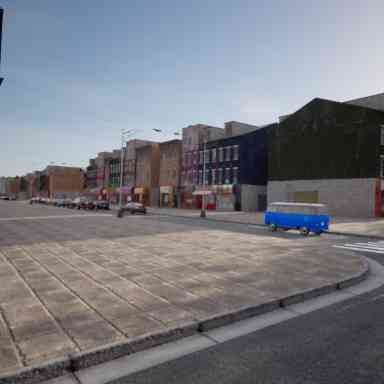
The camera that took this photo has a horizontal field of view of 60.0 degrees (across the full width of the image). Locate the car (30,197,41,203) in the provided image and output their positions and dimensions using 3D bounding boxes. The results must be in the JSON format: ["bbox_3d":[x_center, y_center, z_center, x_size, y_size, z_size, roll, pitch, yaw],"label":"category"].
[{"bbox_3d":[-38.634,2.012,82.053,1.802,1.307,4.206,3,-2,-36],"label":"car"}]

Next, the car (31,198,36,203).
[{"bbox_3d":[-35.429,1.840,77.625,1.967,1.590,4.097,3,-2,-36],"label":"car"}]

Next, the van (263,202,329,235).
[{"bbox_3d":[6.181,1.556,20.008,1.690,1.788,3.998,3,-2,-36],"label":"van"}]

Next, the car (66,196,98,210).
[{"bbox_3d":[-14.862,1.490,44.745,2.097,1.767,4.553,3,-2,-35],"label":"car"}]

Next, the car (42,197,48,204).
[{"bbox_3d":[-29.129,1.872,68.897,1.752,1.417,4.829,3,-2,-36],"label":"car"}]

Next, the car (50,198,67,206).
[{"bbox_3d":[-25.830,1.888,64.326,1.947,1.339,4.313,3,-2,-36],"label":"car"}]

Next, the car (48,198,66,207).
[{"bbox_3d":[-20.692,1.711,52.715,2.033,1.411,5.357,3,-2,-36],"label":"car"}]

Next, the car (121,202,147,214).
[{"bbox_3d":[-6.628,1.809,37.733,1.802,1.307,4.206,3,-2,-36],"label":"car"}]

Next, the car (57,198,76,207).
[{"bbox_3d":[-22.629,1.844,59.895,1.887,1.381,4.507,3,-2,-36],"label":"car"}]

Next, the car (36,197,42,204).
[{"bbox_3d":[-32.233,1.953,73.190,1.802,1.307,4.206,3,-2,-36],"label":"car"}]

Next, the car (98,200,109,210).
[{"bbox_3d":[-13.028,1.814,46.598,1.947,1.339,4.313,3,-2,-36],"label":"car"}]

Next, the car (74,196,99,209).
[{"bbox_3d":[-16.221,1.578,51.036,2.192,1.841,5.009,3,-2,-36],"label":"car"}]
